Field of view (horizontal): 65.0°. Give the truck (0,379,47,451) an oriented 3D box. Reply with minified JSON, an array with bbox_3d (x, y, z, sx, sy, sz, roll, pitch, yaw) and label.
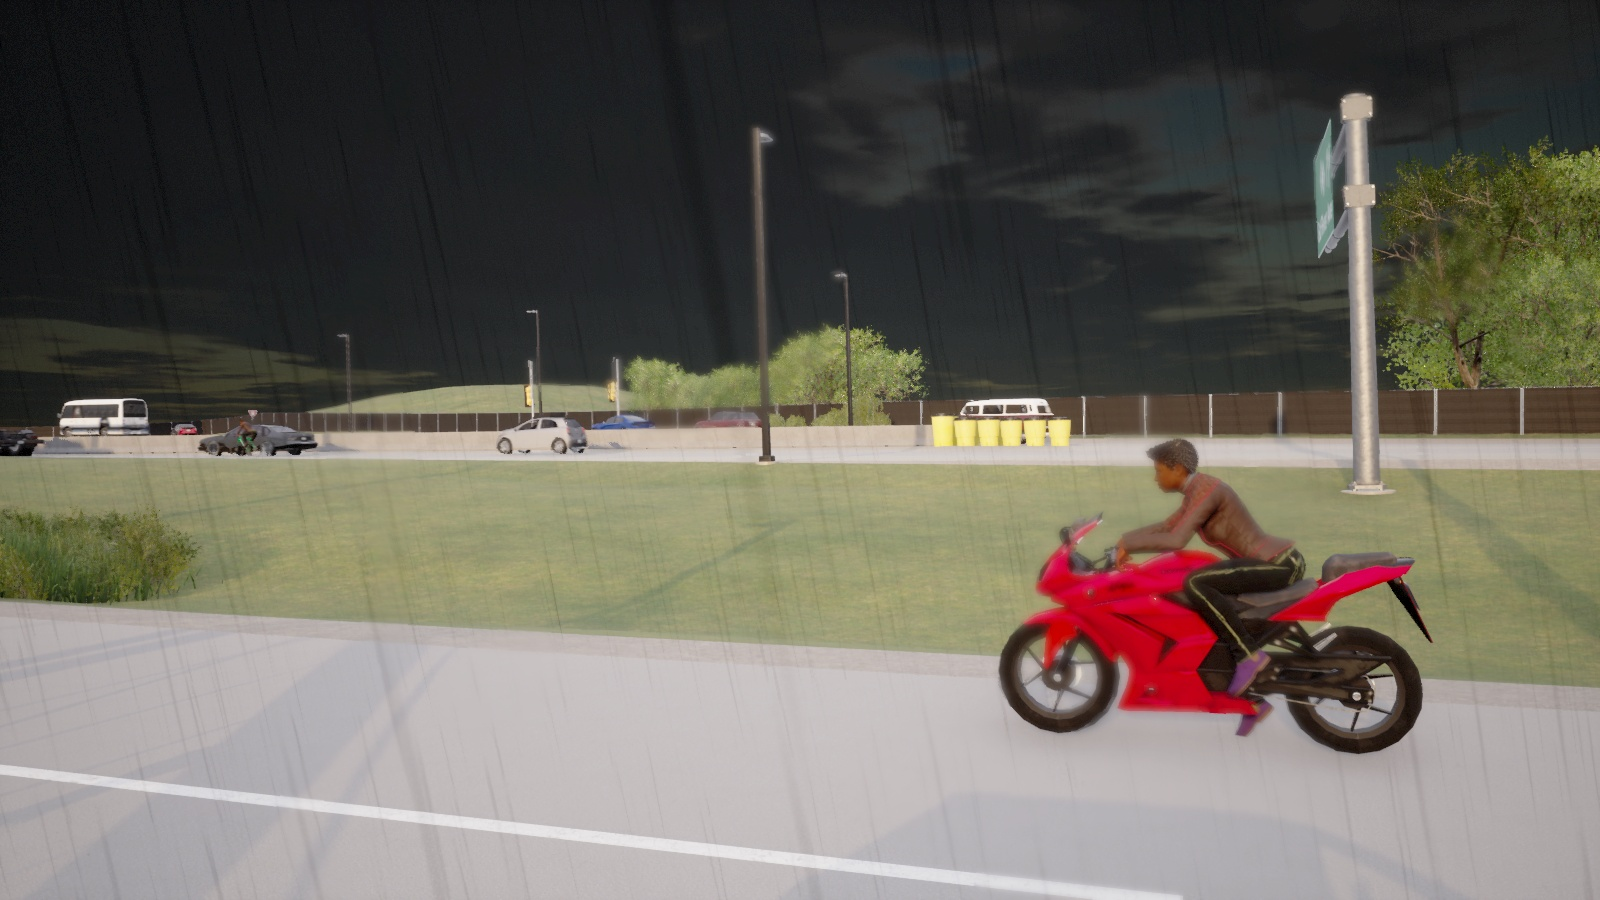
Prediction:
[{"bbox_3d":[-41.418,-1.689,61.937,7.936,3.462,2.891,0,1,19],"label":"truck"}]

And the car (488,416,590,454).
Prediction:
[{"bbox_3d":[-10.633,-0.621,51.215,3.633,1.501,1.845,0,1,19],"label":"car"}]

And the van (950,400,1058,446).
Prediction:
[{"bbox_3d":[9.355,-1.240,57.672,4.480,2.038,2.069,1,2,41],"label":"van"}]

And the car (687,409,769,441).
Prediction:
[{"bbox_3d":[-4.077,-1.420,70.438,2.097,1.767,4.553,-2,2,-44],"label":"car"}]

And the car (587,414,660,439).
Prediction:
[{"bbox_3d":[-10.968,-1.477,77.594,1.882,1.535,5.008,-2,2,-44],"label":"car"}]

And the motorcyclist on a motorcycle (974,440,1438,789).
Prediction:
[{"bbox_3d":[1.956,0.718,6.226,2.044,1.523,0.797,0,1,19],"label":"motorcyclist on a motorcycle"}]

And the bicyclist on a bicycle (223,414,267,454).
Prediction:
[{"bbox_3d":[-22.886,-0.656,51.781,1.656,1.620,0.582,0,1,19],"label":"bicyclist on a bicycle"}]

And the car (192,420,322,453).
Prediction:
[{"bbox_3d":[-24.187,-0.616,55.942,5.357,1.411,2.033,0,1,19],"label":"car"}]
